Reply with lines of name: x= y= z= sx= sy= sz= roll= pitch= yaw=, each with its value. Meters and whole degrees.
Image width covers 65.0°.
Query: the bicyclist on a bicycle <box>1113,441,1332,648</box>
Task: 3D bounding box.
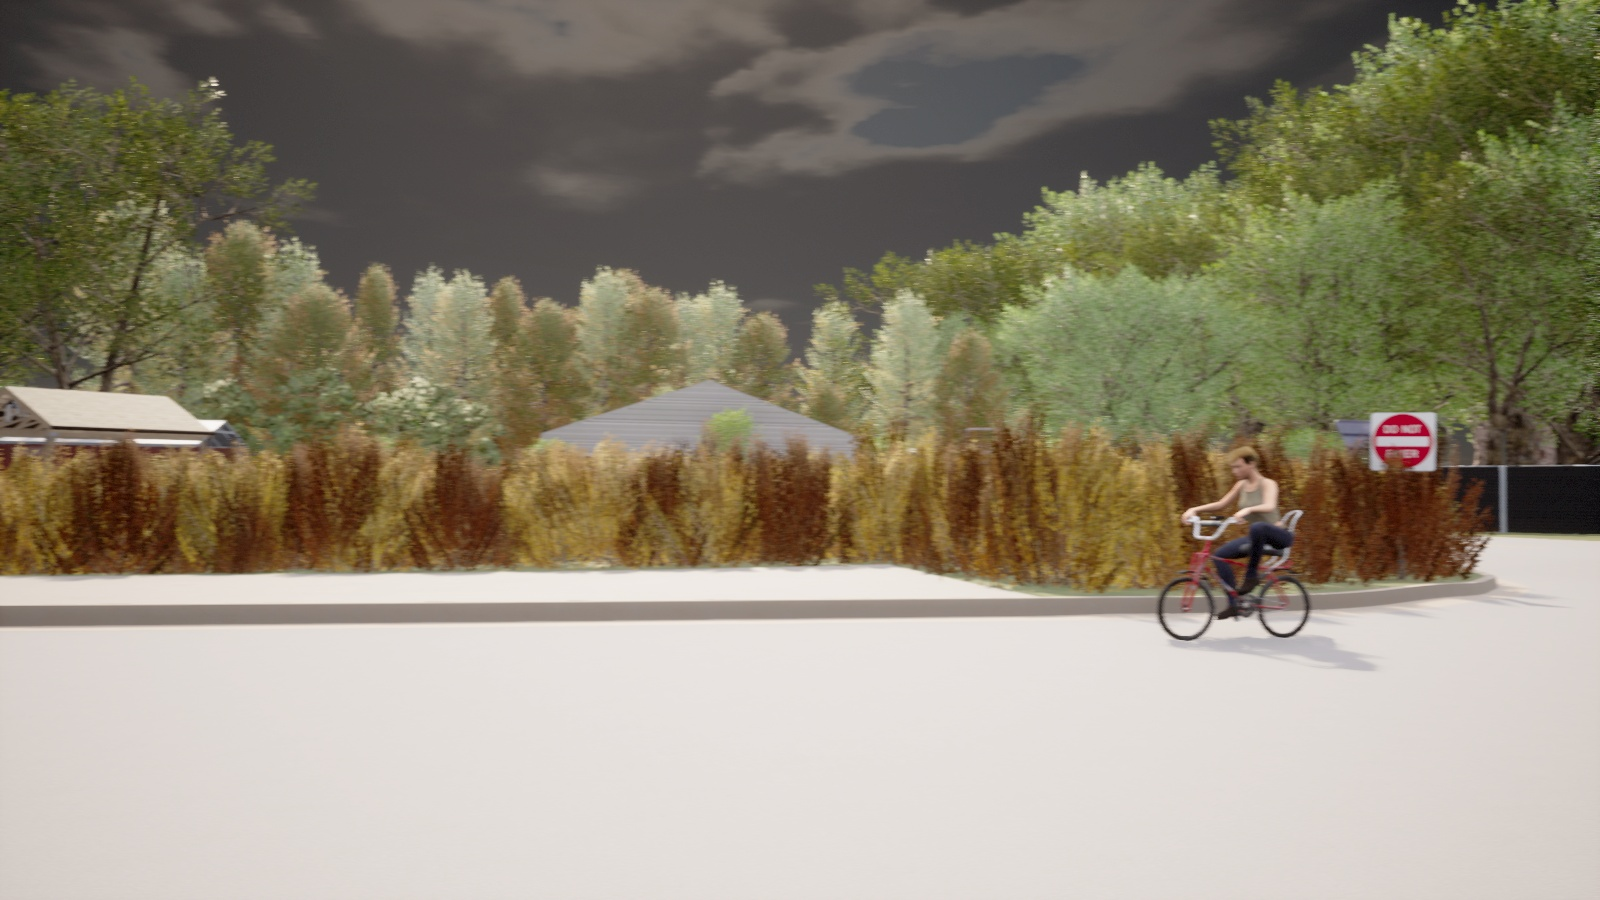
bicyclist on a bicycle: x=3.503 y=0.760 z=10.470 sx=1.509 sy=1.612 sz=0.866 roll=1 pitch=-2 yaw=-18
